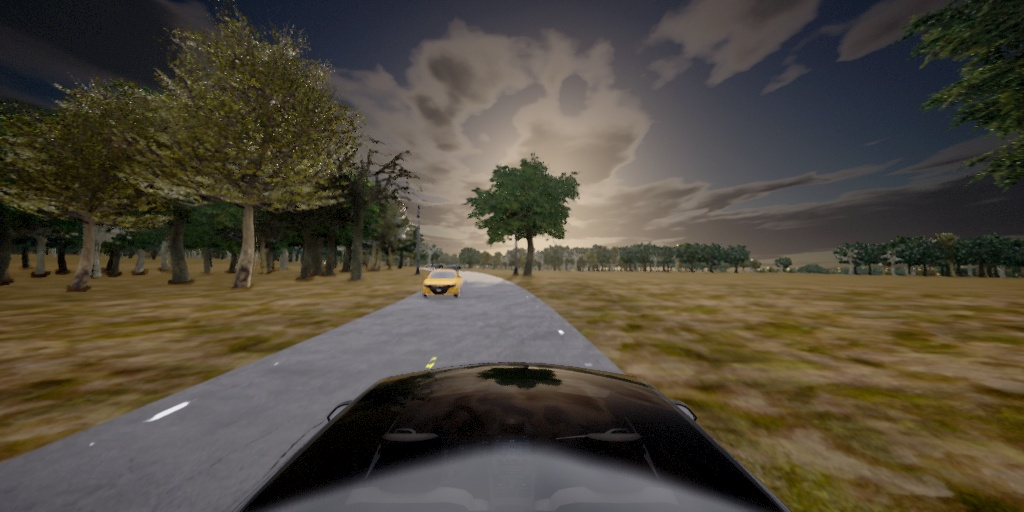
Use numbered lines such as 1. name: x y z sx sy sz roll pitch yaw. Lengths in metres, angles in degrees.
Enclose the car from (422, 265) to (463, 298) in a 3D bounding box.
1. car: -3.892 1.493 20.635 1.882 1.535 5.008 0 -1 -5
